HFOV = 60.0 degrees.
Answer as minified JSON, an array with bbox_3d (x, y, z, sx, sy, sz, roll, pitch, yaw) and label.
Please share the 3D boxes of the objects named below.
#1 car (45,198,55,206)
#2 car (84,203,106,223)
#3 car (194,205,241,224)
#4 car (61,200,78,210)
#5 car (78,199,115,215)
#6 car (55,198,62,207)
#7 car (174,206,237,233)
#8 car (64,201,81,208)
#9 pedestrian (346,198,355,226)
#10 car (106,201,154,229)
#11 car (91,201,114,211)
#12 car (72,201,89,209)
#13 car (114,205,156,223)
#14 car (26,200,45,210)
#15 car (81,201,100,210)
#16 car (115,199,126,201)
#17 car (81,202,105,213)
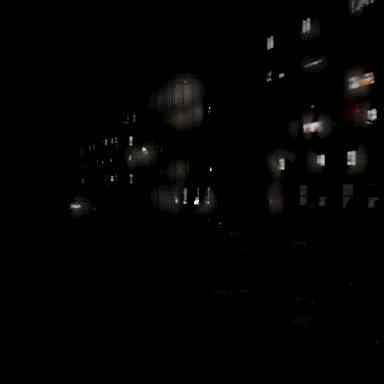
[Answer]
[{"bbox_3d":[-32.973,2.350,78.615,2.192,1.841,5.009,-1,0,-35],"label":"car"},{"bbox_3d":[-7.532,1.916,28.653,1.802,1.307,4.206,-1,0,-35],"label":"car"},{"bbox_3d":[2.097,1.868,28.659,1.802,1.307,4.206,-1,0,-35],"label":"car"},{"bbox_3d":[-19.790,2.306,55.385,1.895,1.301,4.718,0,-1,-35],"label":"car"},{"bbox_3d":[-10.917,1.809,37.803,2.097,1.767,4.553,0,-1,-35],"label":"car"},{"bbox_3d":[-26.594,2.451,69.531,2.008,1.369,4.403,-1,0,-35],"label":"car"},{"bbox_3d":[0.585,1.773,21.393,1.994,1.385,4.181,0,-1,-35],"label":"car"},{"bbox_3d":[-23.407,2.399,64.989,1.947,1.339,4.313,-1,0,-35],"label":"car"},{"bbox_3d":[10.423,1.308,21.932,0.375,1.860,0.375,-1,0,-35],"label":"pedestrian"},{"bbox_3d":[-4.346,1.705,24.112,1.967,1.590,4.097,-1,0,-35],"label":"car"},{"bbox_3d":[-13.844,2.180,51.364,2.008,1.369,4.403,-1,0,-35],"label":"car"},{"bbox_3d":[-20.219,2.347,60.448,1.802,1.307,4.206,-1,0,-35],"label":"car"},{"bbox_3d":[-5.128,1.896,29.529,1.994,1.385,4.181,0,-1,-35],"label":"car"},{"bbox_3d":[-26.659,2.184,55.904,1.967,1.590,4.097,-1,0,-35],"label":"car"},{"bbox_3d":[-17.031,2.279,55.906,1.802,1.307,4.206,-1,0,-35],"label":"car"},{"bbox_3d":[-10.660,1.876,46.824,2.192,1.841,5.009,-1,0,-35],"label":"car"},{"bbox_3d":[-14.145,2.186,47.430,1.895,1.301,4.718,0,-1,-34],"label":"car"}]
